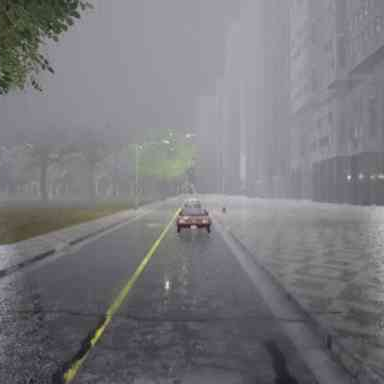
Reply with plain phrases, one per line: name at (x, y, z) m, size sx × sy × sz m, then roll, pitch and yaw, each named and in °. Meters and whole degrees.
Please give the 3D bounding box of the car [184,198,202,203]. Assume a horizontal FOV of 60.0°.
car at (0.090, 1.425, 39.387) m, size 2.128 × 1.511 × 4.902 m, roll 0°, pitch 0°, yaw 0°

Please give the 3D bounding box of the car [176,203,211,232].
car at (0.095, 1.555, 19.744) m, size 1.895 × 1.301 × 4.718 m, roll 0°, pitch 0°, yaw 0°
